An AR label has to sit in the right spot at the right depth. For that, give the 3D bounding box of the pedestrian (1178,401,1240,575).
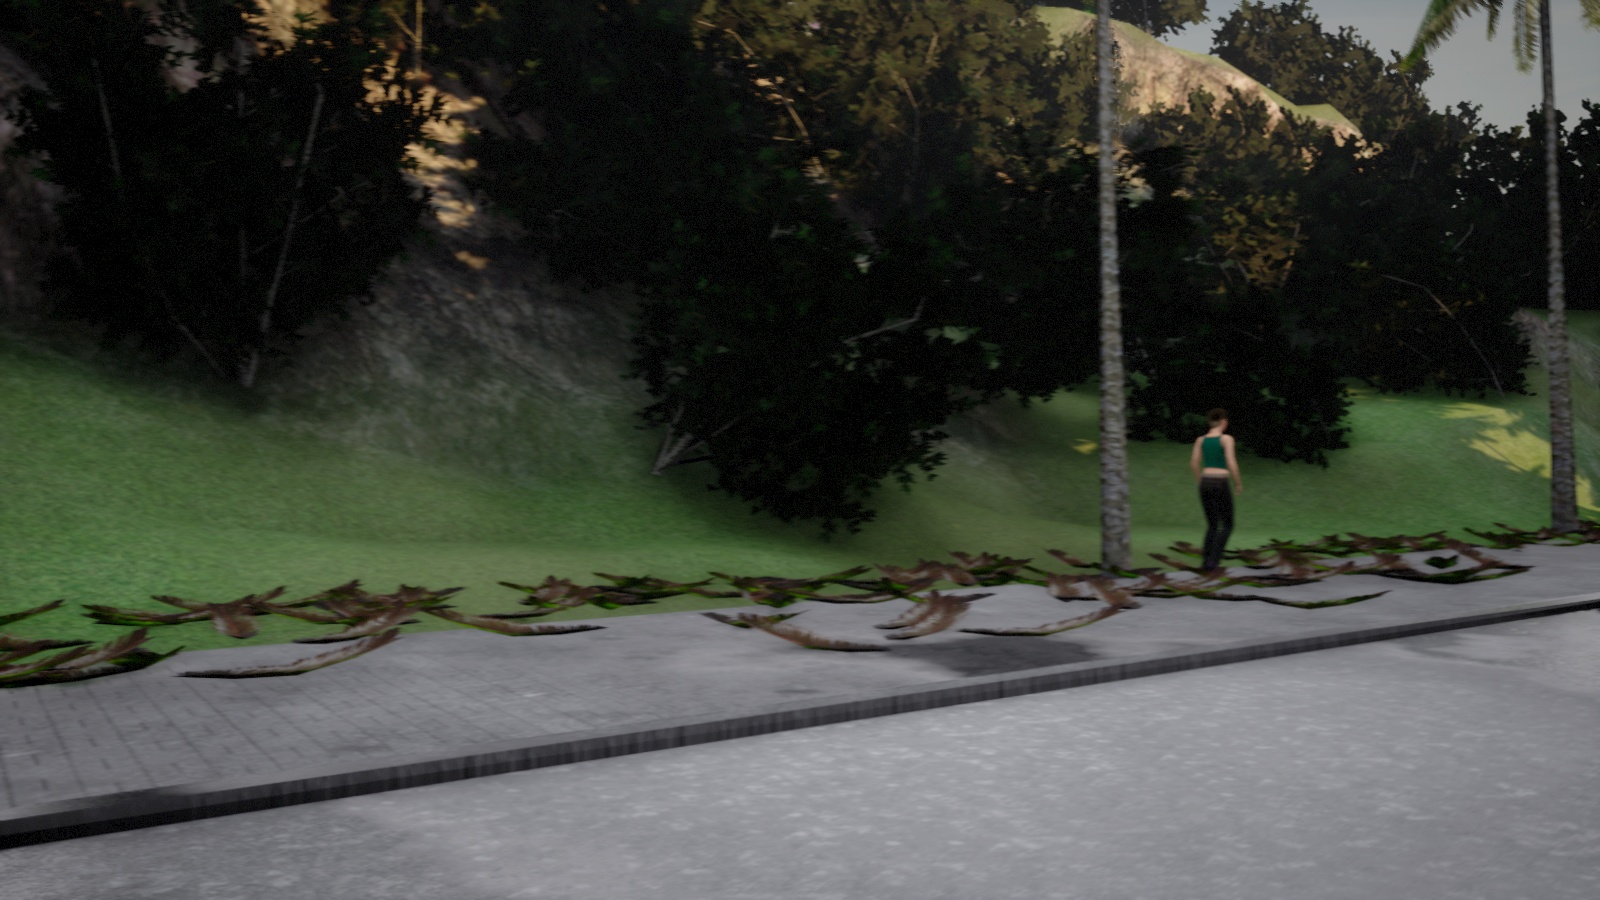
[{"bbox_3d":[4.429,0.401,13.595,0.594,1.836,0.345,0,0,-34],"label":"pedestrian"}]
